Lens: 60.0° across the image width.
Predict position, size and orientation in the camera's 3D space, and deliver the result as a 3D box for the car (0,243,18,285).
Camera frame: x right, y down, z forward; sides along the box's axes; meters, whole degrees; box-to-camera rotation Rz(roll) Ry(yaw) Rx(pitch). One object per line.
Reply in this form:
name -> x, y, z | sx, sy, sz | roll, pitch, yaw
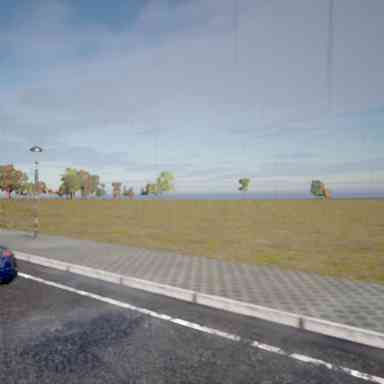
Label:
car -> -6.095, 1.508, 8.127 | 4.181, 1.385, 1.994 | 0, 0, 36
